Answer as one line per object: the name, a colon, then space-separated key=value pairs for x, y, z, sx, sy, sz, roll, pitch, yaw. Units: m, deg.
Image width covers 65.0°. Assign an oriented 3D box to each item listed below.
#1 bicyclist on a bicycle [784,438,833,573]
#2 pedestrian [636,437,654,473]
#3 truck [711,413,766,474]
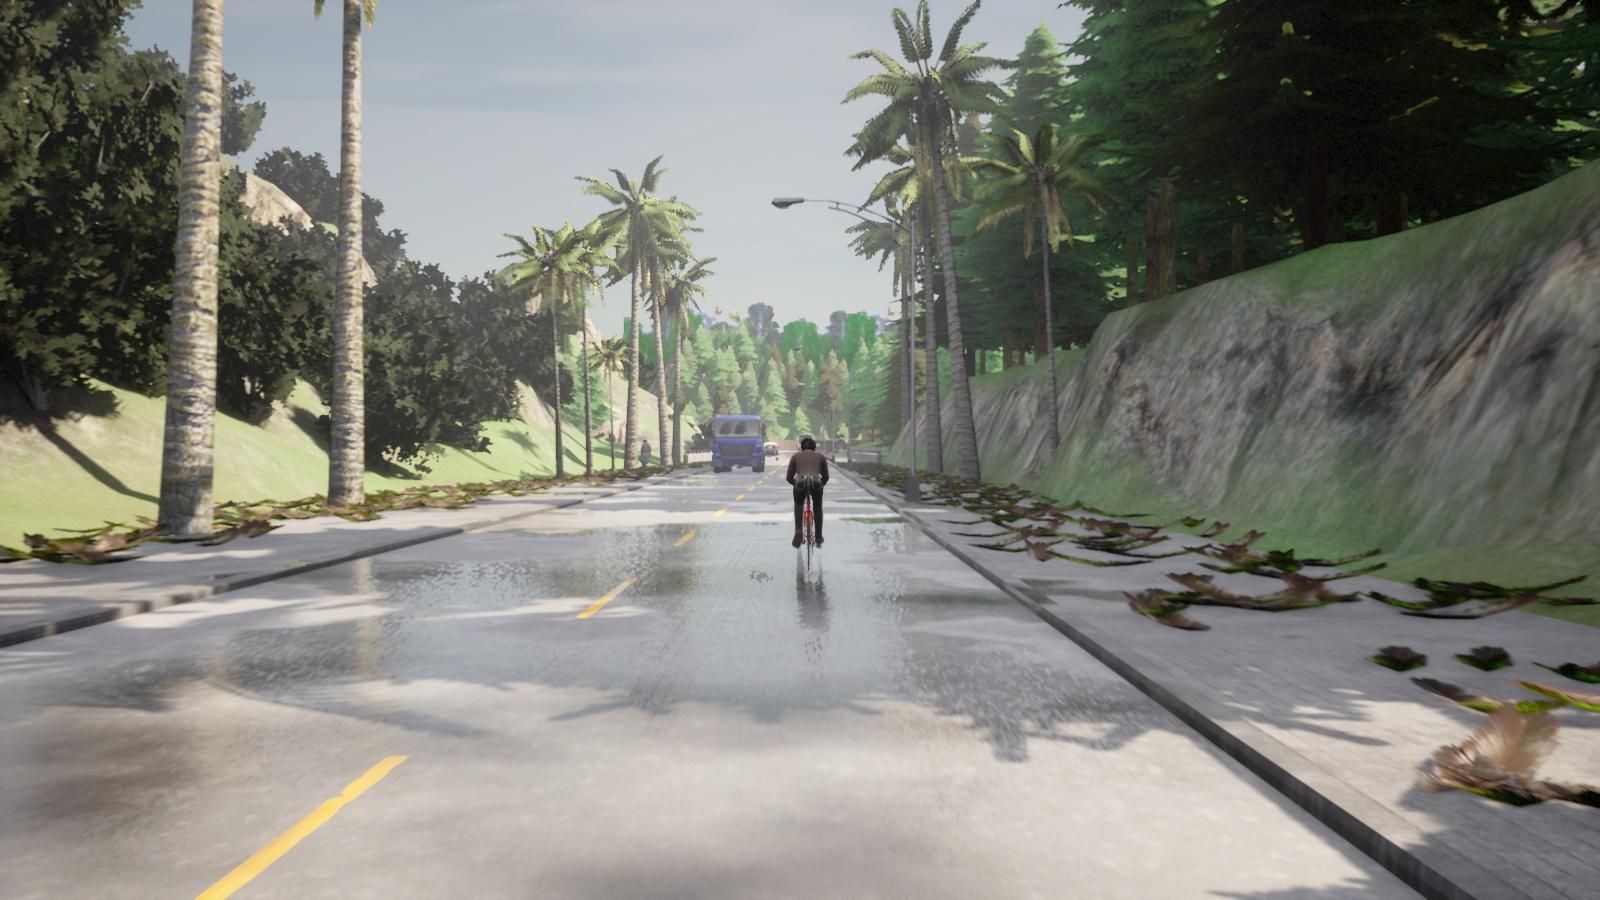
bicyclist on a bicycle: x=0.107 y=0.670 z=15.928 sx=0.582 sy=1.620 sz=1.656 roll=0 pitch=0 yaw=0
pedestrian: x=-8.480 y=0.293 z=68.666 sx=0.659 sy=1.952 sz=0.873 roll=0 pitch=0 yaw=-39
truck: x=-3.601 y=-0.379 z=75.097 sx=2.891 sy=3.462 sz=7.936 roll=0 pitch=0 yaw=0
